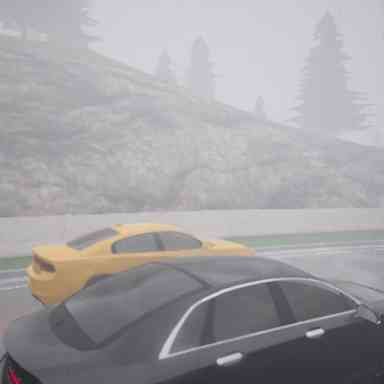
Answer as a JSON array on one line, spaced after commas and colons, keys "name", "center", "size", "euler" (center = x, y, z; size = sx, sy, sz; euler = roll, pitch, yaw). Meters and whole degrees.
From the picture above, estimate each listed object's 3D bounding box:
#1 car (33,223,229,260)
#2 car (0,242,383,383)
[{"name": "car", "center": [-0.789, 1.425, 7.255], "size": [5.008, 1.535, 1.882], "euler": [1, 0, -31]}, {"name": "car", "center": [0.618, 1.488, 3.728], "size": [4.892, 1.490, 1.837], "euler": [1, 0, -32]}]
